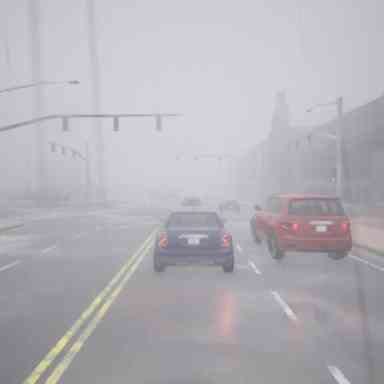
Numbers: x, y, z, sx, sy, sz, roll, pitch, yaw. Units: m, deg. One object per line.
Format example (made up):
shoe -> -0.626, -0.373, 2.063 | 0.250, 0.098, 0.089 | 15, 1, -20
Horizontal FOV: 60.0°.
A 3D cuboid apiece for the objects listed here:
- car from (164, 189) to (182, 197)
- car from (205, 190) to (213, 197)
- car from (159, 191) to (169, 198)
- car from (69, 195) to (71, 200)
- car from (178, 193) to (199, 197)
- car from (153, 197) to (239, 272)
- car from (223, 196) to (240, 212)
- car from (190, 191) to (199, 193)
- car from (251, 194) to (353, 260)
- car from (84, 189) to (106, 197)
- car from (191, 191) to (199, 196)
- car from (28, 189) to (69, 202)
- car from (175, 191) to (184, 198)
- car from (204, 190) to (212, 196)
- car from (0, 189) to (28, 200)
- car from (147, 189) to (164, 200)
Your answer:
car -> -3.417, 0.417, 61.785 | 2.150, 2.045, 5.566 | 0, 1, 2
car -> 4.090, 0.480, 79.925 | 2.128, 1.511, 4.902 | 0, 1, 2
car -> -6.479, 0.468, 77.422 | 1.882, 1.535, 5.008 | 0, 1, 2
car -> -21.415, 0.467, 52.910 | 3.866, 1.878, 1.905 | 0, 1, 0
car -> -0.051, 1.101, 30.910 | 1.837, 1.490, 4.892 | 0, 1, 0
car -> 0.057, 1.215, 10.405 | 2.097, 1.767, 4.553 | 0, 1, 0
car -> 3.436, 1.112, 31.668 | 1.812, 1.442, 4.674 | 0, 1, -1
car -> 0.589, 0.432, 79.919 | 1.882, 1.535, 5.008 | 0, 1, 2
car -> 3.562, 1.066, 11.819 | 2.150, 2.045, 5.566 | 0, 1, 0
car -> -21.441, 0.212, 72.532 | 3.866, 1.878, 1.905 | 0, 1, 0
car -> 0.861, 0.338, 90.274 | 1.895, 1.301, 4.718 | 0, 1, 2
car -> -21.471, 0.502, 50.016 | 4.605, 1.855, 1.932 | 0, 1, 0
car -> -2.980, 0.515, 77.348 | 1.812, 1.442, 4.674 | 0, 1, 2
car -> 4.359, 0.284, 90.153 | 2.033, 1.411, 5.357 | 0, 1, 2
car -> -38.961, 0.209, 72.522 | 4.605, 1.855, 1.932 | 0, 1, 0
car -> -6.917, 0.416, 61.850 | 2.150, 2.045, 5.566 | 0, 1, 2
